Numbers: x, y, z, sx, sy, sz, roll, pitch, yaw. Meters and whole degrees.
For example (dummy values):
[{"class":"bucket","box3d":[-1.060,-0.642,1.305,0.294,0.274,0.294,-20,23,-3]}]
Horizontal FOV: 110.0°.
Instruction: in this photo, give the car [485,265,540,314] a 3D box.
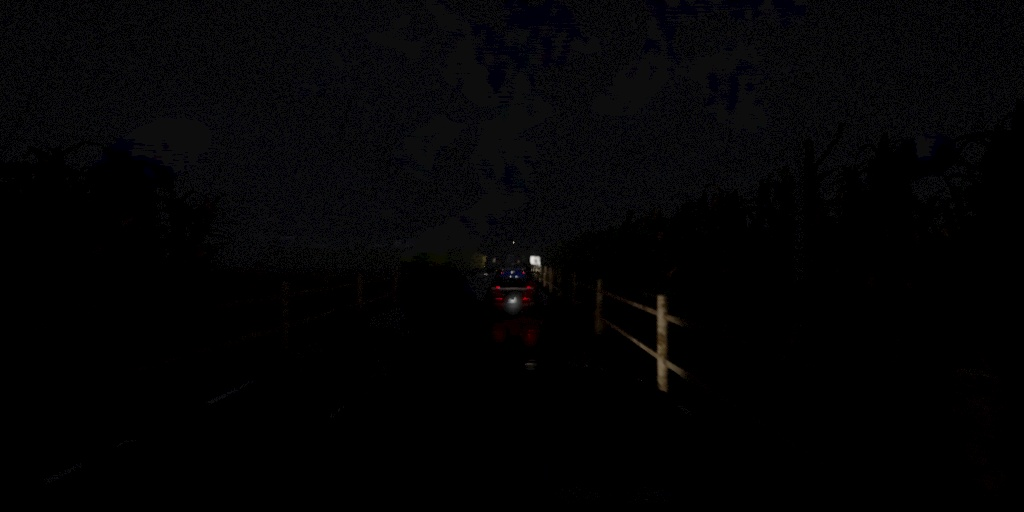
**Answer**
[{"class":"car","box3d":[0.073,1.289,14.102,2.128,1.511,4.902,0,0,0]}]

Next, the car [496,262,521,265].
[{"class":"car","box3d":[0.072,1.279,28.986,2.097,1.767,4.553,0,-1,0]}]

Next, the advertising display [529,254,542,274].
[{"class":"advertising display","box3d":[3.127,1.204,48.853,1.540,2.440,0.280,0,0,0]}]

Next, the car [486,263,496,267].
[{"class":"car","box3d":[-2.825,1.729,51.705,1.837,1.490,4.892,0,-1,0]}]
